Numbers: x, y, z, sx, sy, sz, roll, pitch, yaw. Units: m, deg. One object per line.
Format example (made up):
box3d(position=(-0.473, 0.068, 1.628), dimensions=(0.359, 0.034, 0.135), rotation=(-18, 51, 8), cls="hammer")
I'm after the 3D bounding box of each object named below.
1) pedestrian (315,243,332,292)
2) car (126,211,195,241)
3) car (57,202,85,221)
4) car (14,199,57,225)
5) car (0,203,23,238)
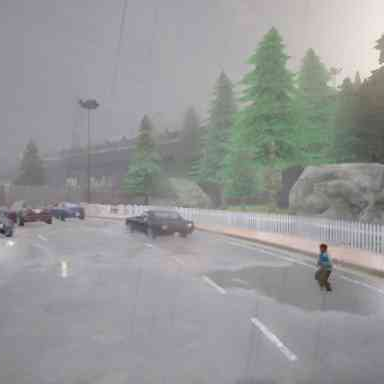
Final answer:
box3d(position=(2.997, 1.671, 7.436), dimensions=(0.500, 1.100, 0.500), rotation=(0, 0, -14), cls="pedestrian")
box3d(position=(-1.813, 1.594, 16.922), dimensions=(1.895, 1.301, 4.718), rotation=(0, 0, -30), cls="car")
box3d(position=(-10.254, 1.515, 26.746), dimensions=(1.812, 1.442, 4.674), rotation=(0, 0, -45), cls="car")
box3d(position=(-11.677, 1.343, 23.374), dimensions=(4.553, 1.767, 2.097), rotation=(0, 0, 44), cls="car")
box3d(position=(-10.517, 1.486, 16.949), dimensions=(2.128, 1.511, 4.902), rotation=(0, 0, -40), cls="car")
